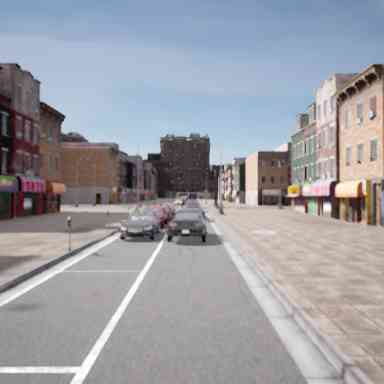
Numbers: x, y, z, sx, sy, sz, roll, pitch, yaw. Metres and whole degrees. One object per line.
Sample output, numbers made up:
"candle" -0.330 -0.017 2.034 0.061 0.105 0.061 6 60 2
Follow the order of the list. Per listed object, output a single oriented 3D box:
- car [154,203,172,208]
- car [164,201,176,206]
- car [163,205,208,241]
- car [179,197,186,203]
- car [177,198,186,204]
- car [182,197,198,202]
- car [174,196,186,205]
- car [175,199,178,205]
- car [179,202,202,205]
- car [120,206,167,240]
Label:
"car" -2.631 1.676 23.045 1.887 1.381 4.507 0 0 0
"car" -2.632 1.712 28.540 1.887 1.381 4.507 0 0 0
"car" -0.177 1.620 17.061 1.812 1.442 4.674 0 -1 3
"car" -2.631 2.224 93.039 1.752 1.417 4.829 0 -1 0
"car" -2.631 2.149 82.321 2.008 1.369 4.403 0 -1 0
"car" 0.114 1.758 40.581 1.837 1.490 4.892 0 0 2
"car" -2.631 1.979 65.821 1.752 1.417 4.829 0 0 0
"car" -2.632 1.729 33.864 1.752 1.417 4.829 0 0 0
"car" 0.094 1.770 28.859 1.895 1.301 4.718 0 0 0
"car" -2.632 1.648 17.552 2.008 1.369 4.403 0 0 0
